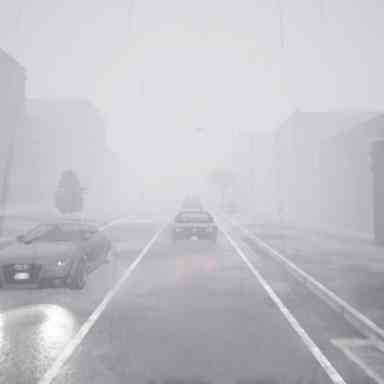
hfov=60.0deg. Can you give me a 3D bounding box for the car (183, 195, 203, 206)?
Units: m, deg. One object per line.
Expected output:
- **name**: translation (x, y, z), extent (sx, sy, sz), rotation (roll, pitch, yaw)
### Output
- **car**: translation (0.065, 1.134, 36.577), extent (2.097, 1.767, 4.553), rotation (0, 1, 0)

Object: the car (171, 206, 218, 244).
- **car**: translation (0.093, 1.510, 15.251), extent (1.895, 1.301, 4.718), rotation (0, 0, 0)

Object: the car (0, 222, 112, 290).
- **car**: translation (-3.467, 1.508, 8.761), extent (1.994, 1.385, 4.181), rotation (0, 0, 0)
